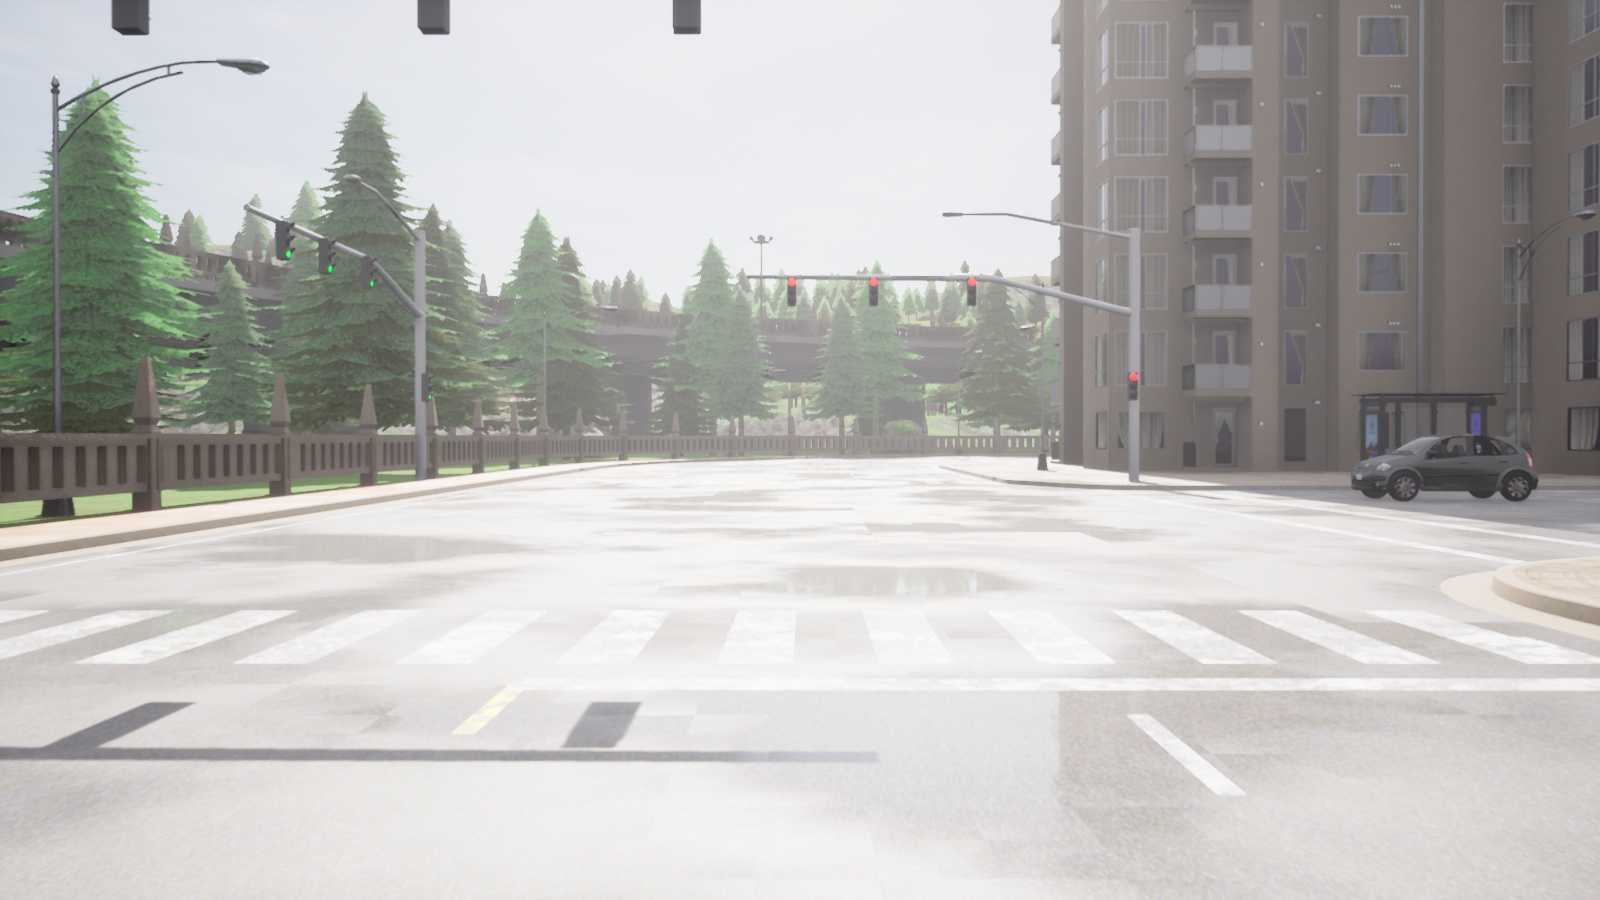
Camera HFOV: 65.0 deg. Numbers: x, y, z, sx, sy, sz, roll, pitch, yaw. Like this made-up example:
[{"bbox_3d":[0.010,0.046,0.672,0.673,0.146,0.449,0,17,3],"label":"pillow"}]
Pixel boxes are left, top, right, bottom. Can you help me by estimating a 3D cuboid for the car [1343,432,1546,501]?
[{"bbox_3d":[15.604,0.384,30.540,3.988,1.617,1.851,0,1,0],"label":"car"}]
